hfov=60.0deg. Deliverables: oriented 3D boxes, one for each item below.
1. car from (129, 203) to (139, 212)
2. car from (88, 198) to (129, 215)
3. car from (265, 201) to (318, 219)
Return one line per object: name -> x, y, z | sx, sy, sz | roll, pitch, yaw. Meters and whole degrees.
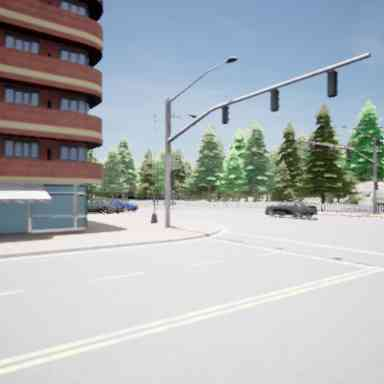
car -> -8.465, 1.510, 37.855 | 5.008, 1.535, 1.882 | 0, 0, 21
car -> -9.157, 1.581, 34.354 | 4.181, 1.385, 1.994 | 0, 0, 22
car -> 8.892, 1.581, 30.199 | 2.128, 1.511, 4.902 | 1, 0, -40
